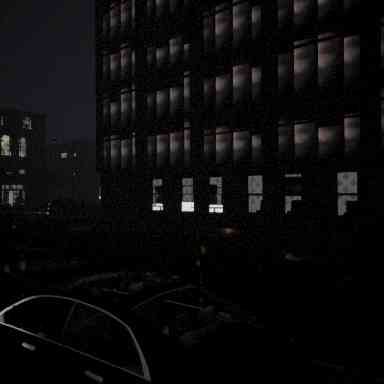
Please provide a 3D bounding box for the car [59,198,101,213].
[{"bbox_3d":[-12.177,1.683,37.276,1.802,1.307,4.206,-1,-1,36],"label":"car"}]

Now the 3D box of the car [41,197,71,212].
[{"bbox_3d":[-16.374,1.489,41.397,2.097,1.767,4.553,0,-1,37],"label":"car"}]

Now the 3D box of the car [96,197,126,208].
[{"bbox_3d":[-12.395,1.643,51.182,1.967,1.590,4.097,-1,-1,36],"label":"car"}]

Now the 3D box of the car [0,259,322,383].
[{"bbox_3d":[-0.961,1.551,3.562,4.403,1.369,2.008,0,0,35],"label":"car"}]
